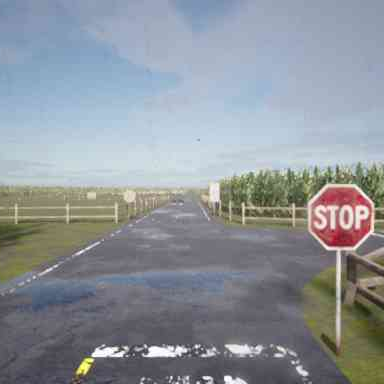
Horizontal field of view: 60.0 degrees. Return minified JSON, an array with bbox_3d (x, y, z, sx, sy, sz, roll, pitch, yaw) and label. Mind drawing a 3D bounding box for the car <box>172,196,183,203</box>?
[{"bbox_3d":[-2.739,1.476,65.352,1.994,1.385,4.181,0,0,0],"label":"car"}]
